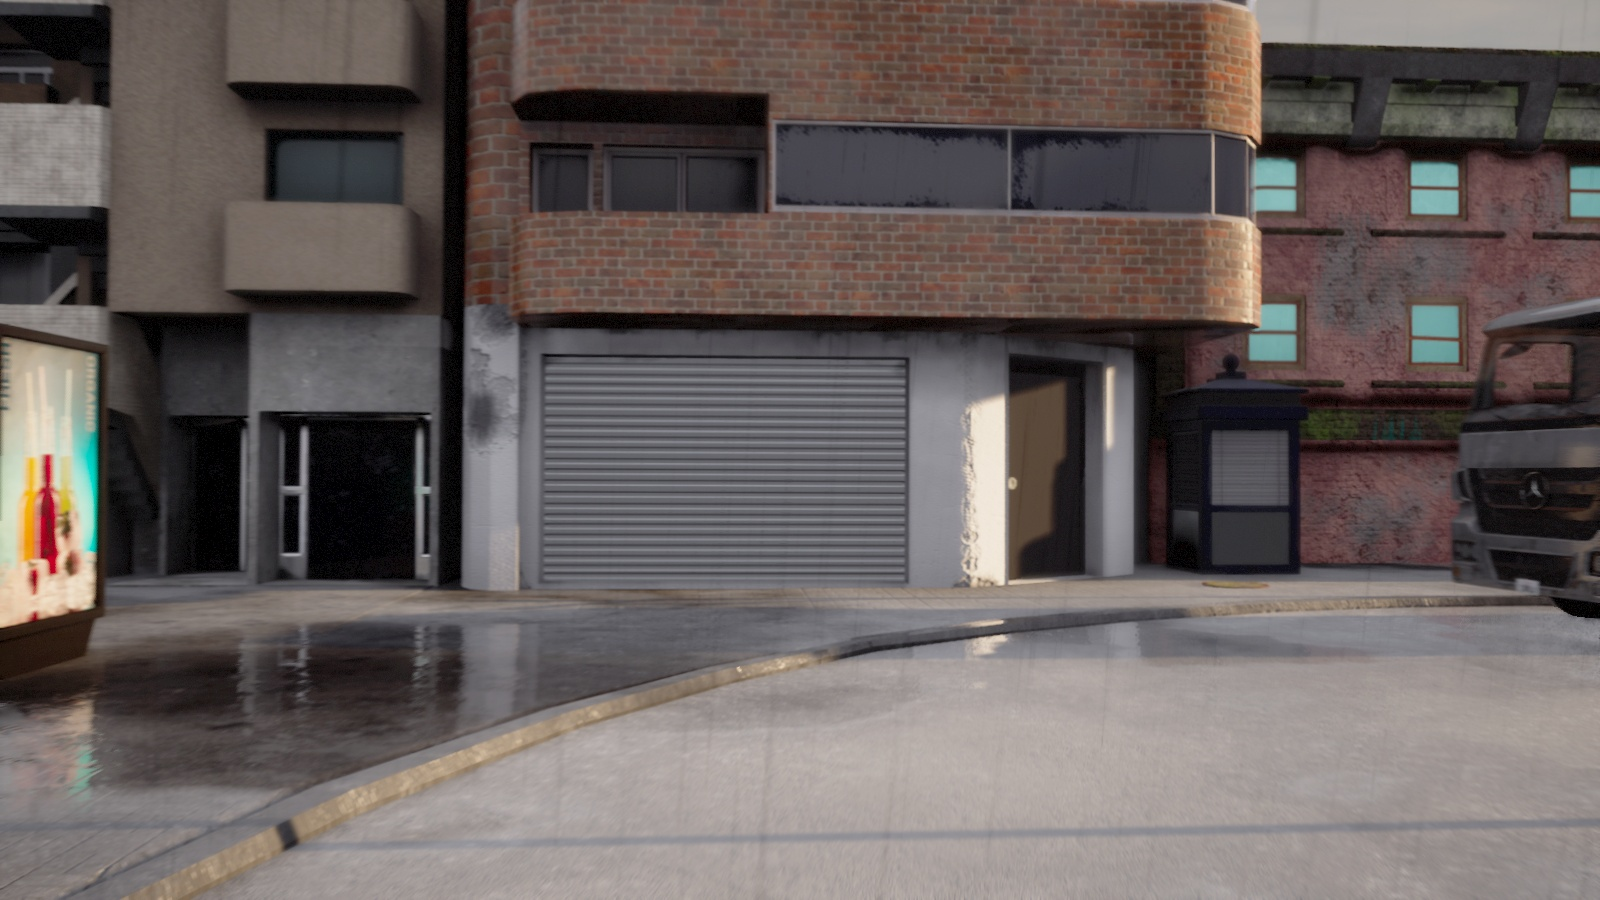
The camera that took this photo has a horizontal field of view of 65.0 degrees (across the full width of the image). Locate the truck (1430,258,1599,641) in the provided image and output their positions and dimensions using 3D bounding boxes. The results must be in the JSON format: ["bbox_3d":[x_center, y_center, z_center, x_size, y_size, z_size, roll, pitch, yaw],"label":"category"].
[{"bbox_3d":[11.069,0.012,12.834,7.936,3.462,2.891,0,-1,-6],"label":"truck"}]
